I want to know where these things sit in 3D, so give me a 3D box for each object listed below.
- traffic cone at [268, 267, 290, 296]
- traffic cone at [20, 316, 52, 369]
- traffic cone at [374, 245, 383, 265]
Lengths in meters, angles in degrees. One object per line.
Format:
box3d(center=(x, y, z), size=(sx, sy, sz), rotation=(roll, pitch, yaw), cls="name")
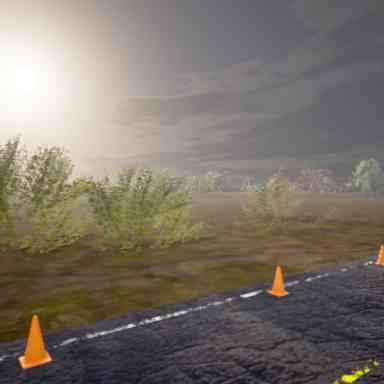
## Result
box3d(center=(1.929, 1.953, 7.378), size=(0.340, 0.580, 0.340), rotation=(0, 0, -36), cls="traffic cone")
box3d(center=(-2.095, 1.959, 4.457), size=(0.340, 0.580, 0.340), rotation=(0, 0, -36), cls="traffic cone")
box3d(center=(5.923, 1.946, 10.341), size=(0.340, 0.580, 0.340), rotation=(0, 0, -37), cls="traffic cone")
